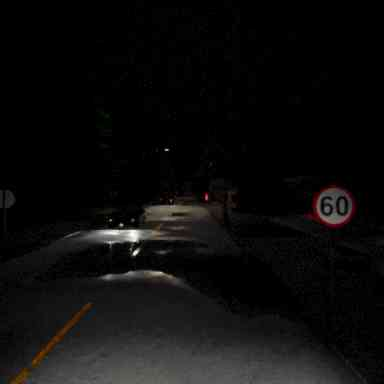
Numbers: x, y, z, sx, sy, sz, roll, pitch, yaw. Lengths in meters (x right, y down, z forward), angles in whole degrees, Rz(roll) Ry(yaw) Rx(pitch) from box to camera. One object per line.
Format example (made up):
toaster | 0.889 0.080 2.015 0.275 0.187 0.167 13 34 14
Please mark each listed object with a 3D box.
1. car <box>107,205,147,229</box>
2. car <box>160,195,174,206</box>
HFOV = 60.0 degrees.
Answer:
car | -4.156 1.557 22.199 2.033 1.411 5.357 0 0 0
car | -4.129 1.371 55.746 2.097 1.767 4.553 0 0 1
